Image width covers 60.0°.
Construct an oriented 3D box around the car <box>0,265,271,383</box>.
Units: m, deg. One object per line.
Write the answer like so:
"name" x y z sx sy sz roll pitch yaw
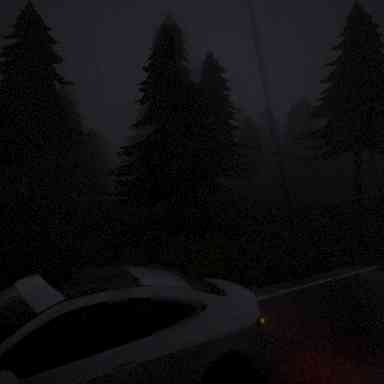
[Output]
"car" -1.246 1.526 3.097 4.674 1.442 1.812 0 0 -36
